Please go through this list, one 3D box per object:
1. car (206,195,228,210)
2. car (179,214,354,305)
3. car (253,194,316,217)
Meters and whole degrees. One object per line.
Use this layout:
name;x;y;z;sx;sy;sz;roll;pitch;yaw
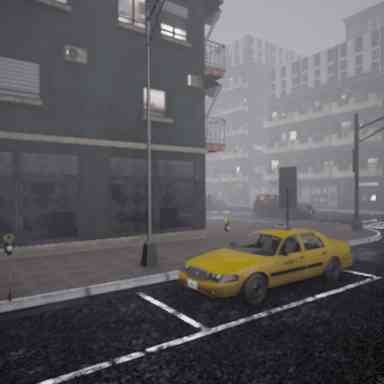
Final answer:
car;1.916;1.077;37.183;2.097;1.767;4.553;-1;0;-36
car;1.972;1.476;7.960;4.829;1.417;1.752;-1;0;-35
car;6.986;1.097;25.747;2.192;1.841;5.009;0;0;-36
